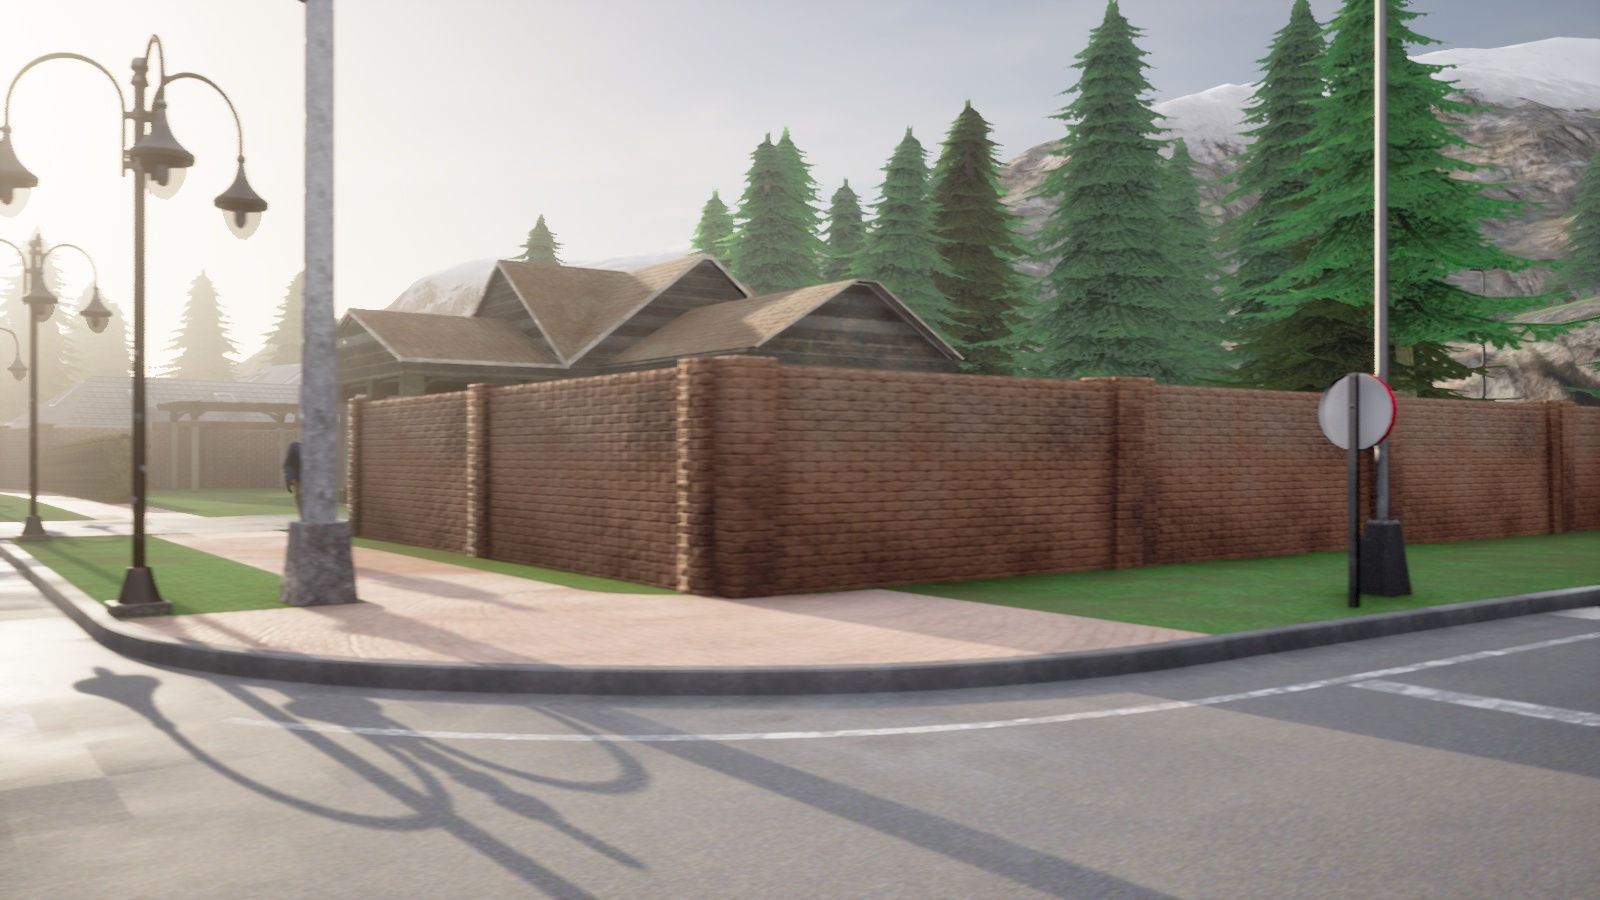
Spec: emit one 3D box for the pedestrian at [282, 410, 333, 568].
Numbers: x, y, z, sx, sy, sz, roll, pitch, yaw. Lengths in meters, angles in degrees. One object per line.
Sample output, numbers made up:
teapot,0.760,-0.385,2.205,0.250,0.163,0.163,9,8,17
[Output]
pedestrian,-6.258,0.486,15.954,0.423,1.949,0.788,0,0,-35
